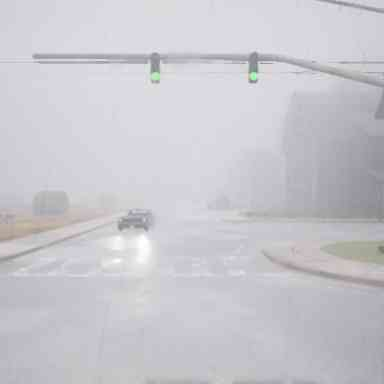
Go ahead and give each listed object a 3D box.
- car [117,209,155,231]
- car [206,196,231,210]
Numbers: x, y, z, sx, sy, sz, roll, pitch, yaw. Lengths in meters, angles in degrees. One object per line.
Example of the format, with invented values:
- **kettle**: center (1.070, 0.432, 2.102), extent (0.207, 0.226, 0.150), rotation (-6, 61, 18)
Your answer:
- **car**: center (-3.614, 1.816, 22.205), extent (1.895, 1.301, 4.718), rotation (0, -1, 0)
- **car**: center (4.085, 1.661, 50.805), extent (1.905, 1.878, 3.866), rotation (-7, 3, -42)
